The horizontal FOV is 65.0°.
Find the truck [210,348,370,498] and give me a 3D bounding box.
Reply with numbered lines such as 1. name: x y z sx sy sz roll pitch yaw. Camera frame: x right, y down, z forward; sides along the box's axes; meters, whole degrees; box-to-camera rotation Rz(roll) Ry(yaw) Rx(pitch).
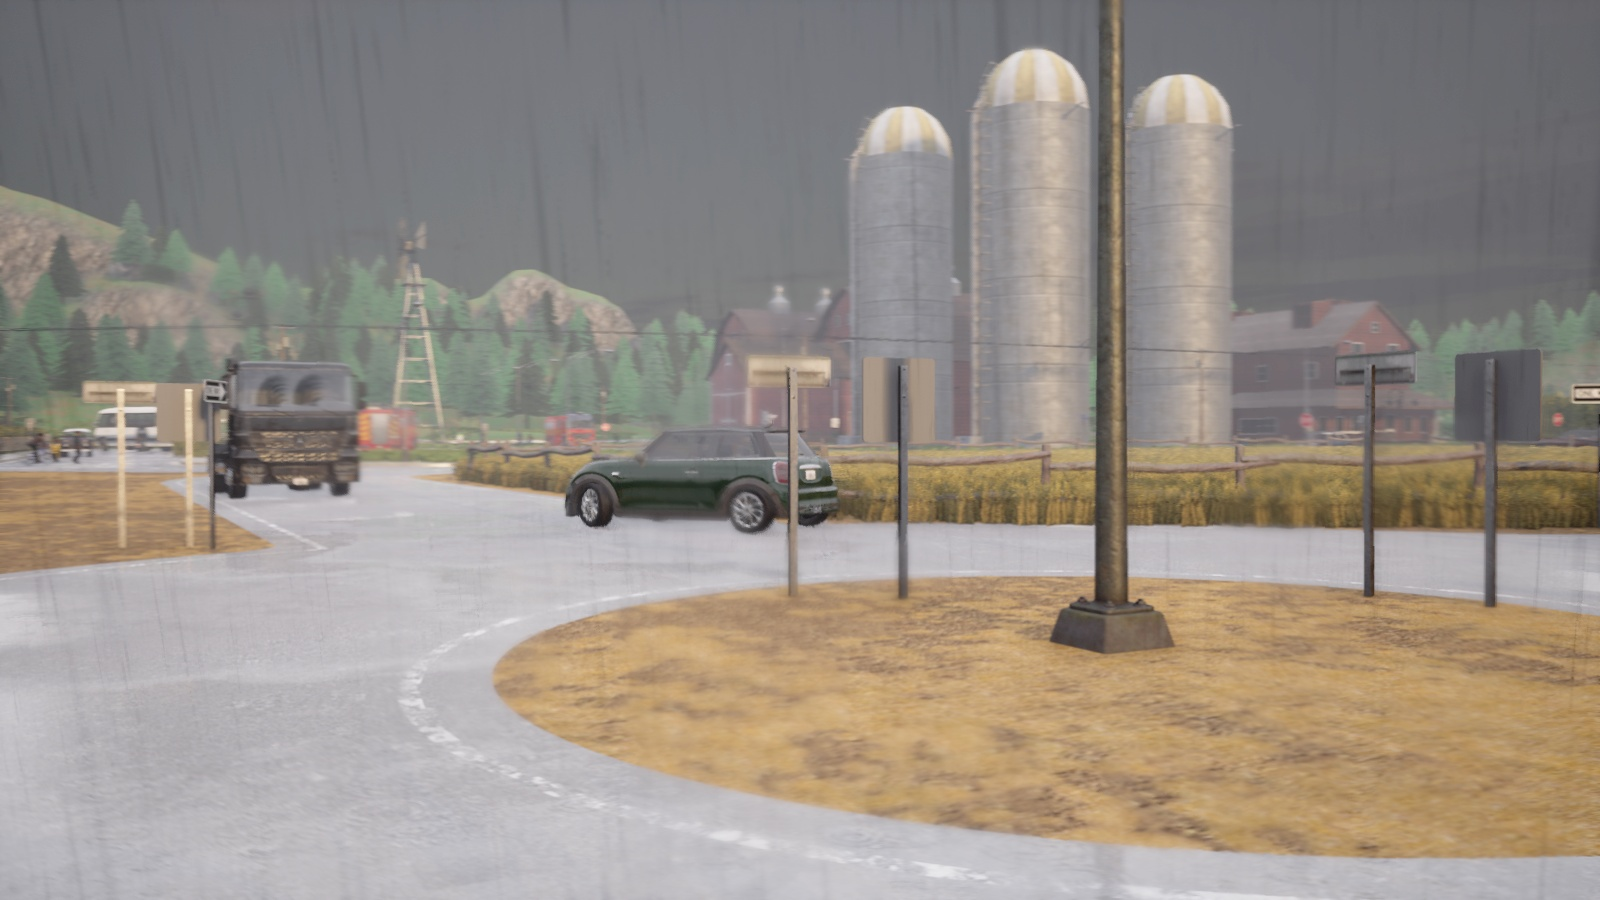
1. truck: -13.655 -0.674 33.183 2.891 3.462 7.936 0 1 -30

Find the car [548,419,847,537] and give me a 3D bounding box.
1. car: -1.731 0.390 20.855 4.553 1.767 2.097 1 1 30

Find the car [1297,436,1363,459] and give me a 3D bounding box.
1. car: 34.791 -0.197 82.500 3.806 1.475 1.970 0 1 -27

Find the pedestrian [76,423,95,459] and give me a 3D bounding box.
1. pedestrian: -38.350 -0.489 67.385 0.788 1.949 0.423 0 1 -13

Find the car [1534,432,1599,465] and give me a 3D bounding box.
1. car: 43.940 -0.094 70.207 2.097 1.767 4.553 0 1 -26

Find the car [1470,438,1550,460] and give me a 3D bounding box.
1. car: 48.250 -0.095 85.313 5.357 1.411 2.033 0 1 -27

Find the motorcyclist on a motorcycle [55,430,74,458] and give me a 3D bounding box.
1. motorcyclist on a motorcycle: -41.620 -0.358 71.052 0.797 1.523 2.044 0 1 -27
